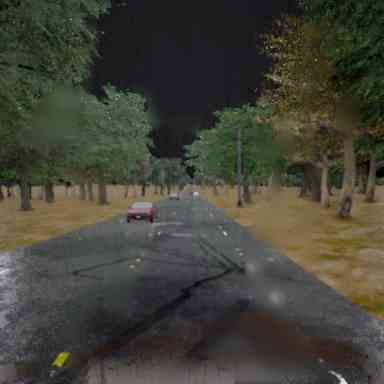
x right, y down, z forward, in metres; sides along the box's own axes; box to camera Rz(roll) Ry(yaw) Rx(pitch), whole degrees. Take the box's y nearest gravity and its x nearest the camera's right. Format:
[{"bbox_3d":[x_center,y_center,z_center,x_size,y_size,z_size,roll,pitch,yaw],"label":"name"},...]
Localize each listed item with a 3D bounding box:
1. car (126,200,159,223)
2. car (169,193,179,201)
[{"bbox_3d":[-3.602,1.396,24.826,1.882,1.535,5.008,0,0,0],"label":"car"},{"bbox_3d":[-3.521,0.907,65.789,1.882,1.535,5.008,0,1,0],"label":"car"}]
